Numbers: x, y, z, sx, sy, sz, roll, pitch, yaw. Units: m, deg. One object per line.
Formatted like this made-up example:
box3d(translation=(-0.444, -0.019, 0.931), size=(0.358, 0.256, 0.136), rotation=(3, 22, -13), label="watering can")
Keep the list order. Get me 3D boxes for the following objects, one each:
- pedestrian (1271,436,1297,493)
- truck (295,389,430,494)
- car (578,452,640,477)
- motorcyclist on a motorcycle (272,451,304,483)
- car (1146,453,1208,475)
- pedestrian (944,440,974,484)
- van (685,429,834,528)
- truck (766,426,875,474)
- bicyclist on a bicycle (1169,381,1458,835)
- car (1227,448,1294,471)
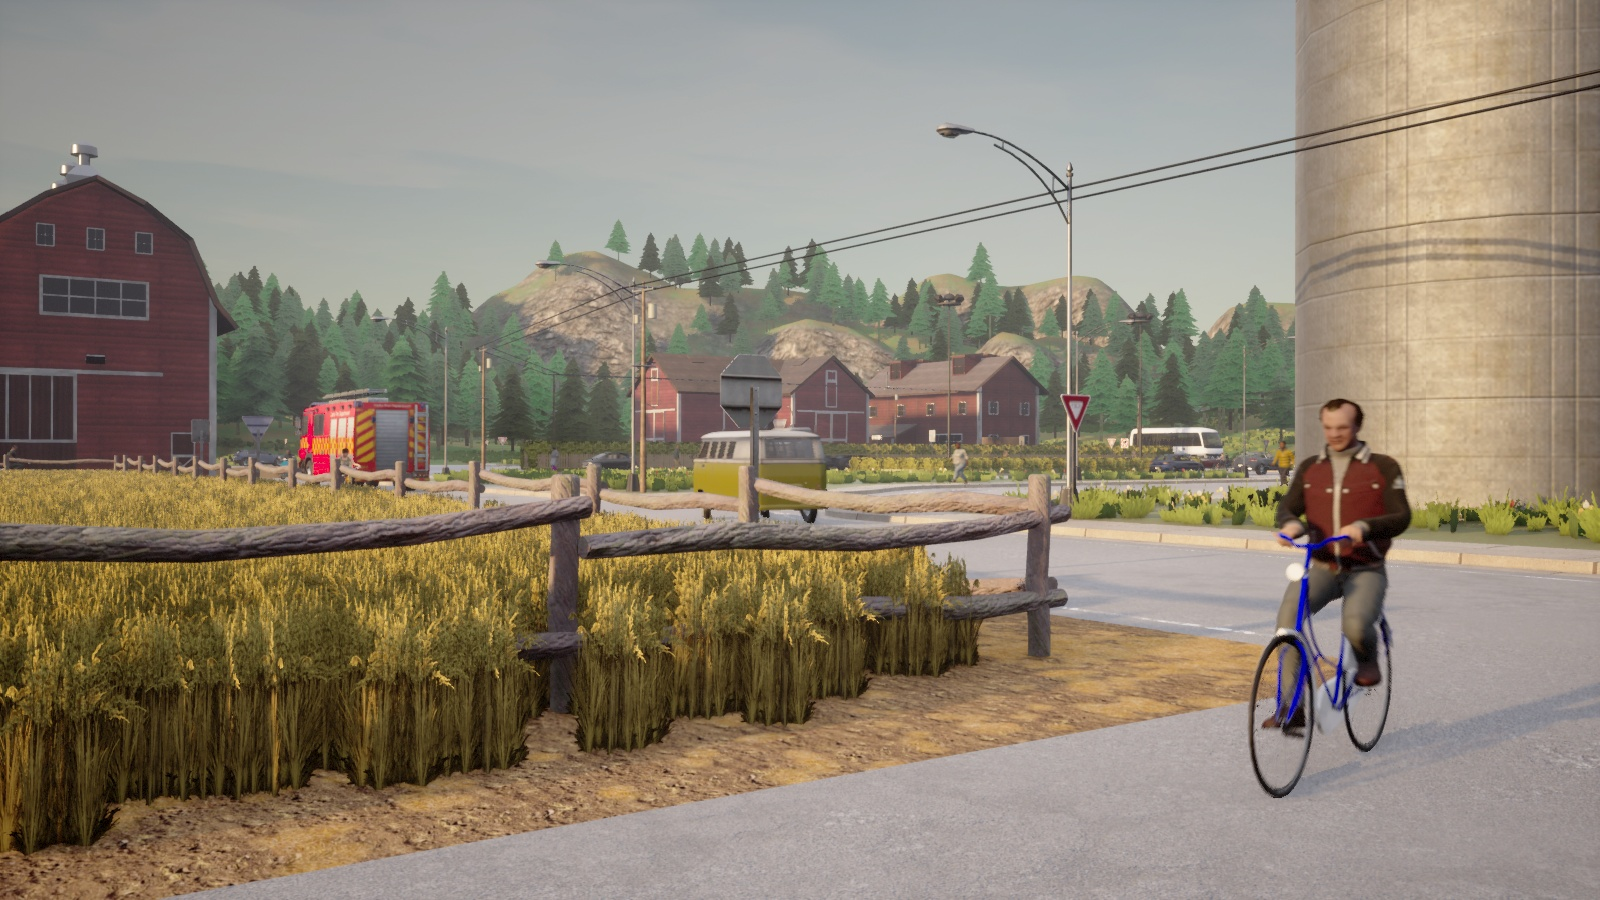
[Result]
box3d(translation=(15.879, 0.467, 41.192), size=(0.709, 1.840, 0.431), rotation=(0, 0, -32), label="pedestrian")
box3d(translation=(-17.577, -0.262, 50.030), size=(2.891, 3.827, 8.468), rotation=(0, 0, -35), label="truck")
box3d(translation=(-12.708, 0.952, 83.535), size=(3.705, 1.549, 1.789), rotation=(0, 0, -33), label="car")
box3d(translation=(-26.633, 0.876, 65.332), size=(0.866, 1.590, 1.817), rotation=(0, 0, 2), label="motorcyclist on a motorcycle")
box3d(translation=(25.530, 0.912, 84.929), size=(4.193, 1.474, 1.816), rotation=(0, 0, -35), label="car")
box3d(translation=(6.821, 0.518, 53.940), size=(0.900, 1.855, 0.874), rotation=(0, 0, -36), label="pedestrian")
box3d(translation=(-0.985, 0.568, 27.538), size=(1.775, 1.987, 4.442), rotation=(0, 0, -23), label="van")
box3d(translation=(1.544, -0.012, 93.483), size=(7.936, 3.462, 2.891), rotation=(0, 0, -35), label="truck")
box3d(translation=(2.439, 0.624, 5.831), size=(0.659, 1.776, 1.843), rotation=(0, -1, 42), label="bicyclist on a bicycle")
box3d(translation=(33.206, 0.674, 90.477), size=(5.027, 1.651, 2.152), rotation=(0, 0, -37), label="car")
